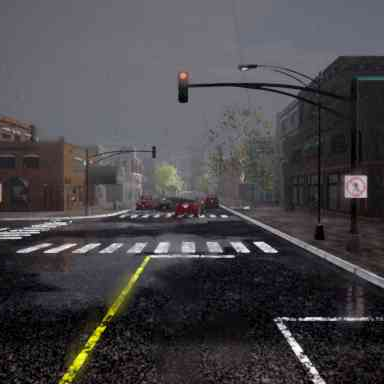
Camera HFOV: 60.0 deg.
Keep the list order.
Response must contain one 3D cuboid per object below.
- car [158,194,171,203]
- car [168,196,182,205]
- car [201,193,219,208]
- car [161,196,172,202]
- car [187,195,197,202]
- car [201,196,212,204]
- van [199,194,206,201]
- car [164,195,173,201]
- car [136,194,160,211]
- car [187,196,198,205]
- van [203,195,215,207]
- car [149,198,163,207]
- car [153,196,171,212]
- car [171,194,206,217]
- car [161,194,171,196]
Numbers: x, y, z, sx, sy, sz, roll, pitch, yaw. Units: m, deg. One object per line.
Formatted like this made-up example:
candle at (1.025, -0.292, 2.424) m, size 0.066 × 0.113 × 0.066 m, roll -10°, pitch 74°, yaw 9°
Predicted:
car at (-5.678, 1.299, 69.165) m, size 2.192 × 1.841 × 5.009 m, roll -1°, pitch 0°, yaw 0°
car at (-2.989, 1.478, 58.827) m, size 2.128 × 1.511 × 4.902 m, roll 0°, pitch 0°, yaw 0°
car at (2.697, 1.305, 46.987) m, size 2.192 × 1.841 × 5.009 m, roll -1°, pitch 0°, yaw 0°
car at (-5.675, 1.548, 74.709) m, size 1.947 × 1.339 × 4.313 m, roll -1°, pitch 0°, yaw 0°
car at (0.019, 1.506, 78.878) m, size 2.128 × 1.511 × 4.902 m, roll 0°, pitch 0°, yaw 0°
car at (2.703, 1.536, 63.619) m, size 2.008 × 1.369 × 4.403 m, roll -1°, pitch 0°, yaw 0°
van at (2.706, 1.320, 85.795) m, size 1.690 × 1.788 × 3.998 m, roll -1°, pitch 0°, yaw 0°
car at (-5.674, 1.525, 80.253) m, size 1.887 × 1.381 × 4.507 m, roll -1°, pitch 0°, yaw 0°
car at (-5.684, 1.306, 41.445) m, size 2.192 × 1.841 × 5.009 m, roll -1°, pitch 0°, yaw 0°
car at (0.113, 1.534, 60.046) m, size 2.033 × 1.411 × 5.357 m, roll 0°, pitch 0°, yaw 0°
van at (2.699, 1.329, 52.531) m, size 1.690 × 1.788 × 3.998 m, roll -1°, pitch 0°, yaw 0°
car at (-5.680, 1.570, 52.533) m, size 1.802 × 1.307 × 4.206 m, roll -1°, pitch 0°, yaw 0°
car at (-3.085, 1.556, 38.897) m, size 1.994 × 1.385 × 4.181 m, roll 0°, pitch 0°, yaw 0°
car at (-0.222, 1.346, 31.563) m, size 2.097 × 1.767 × 4.553 m, roll 0°, pitch 0°, yaw 10°
car at (-3.056, 1.467, 48.697) m, size 1.882 × 1.535 × 5.008 m, roll 0°, pitch 0°, yaw 0°
